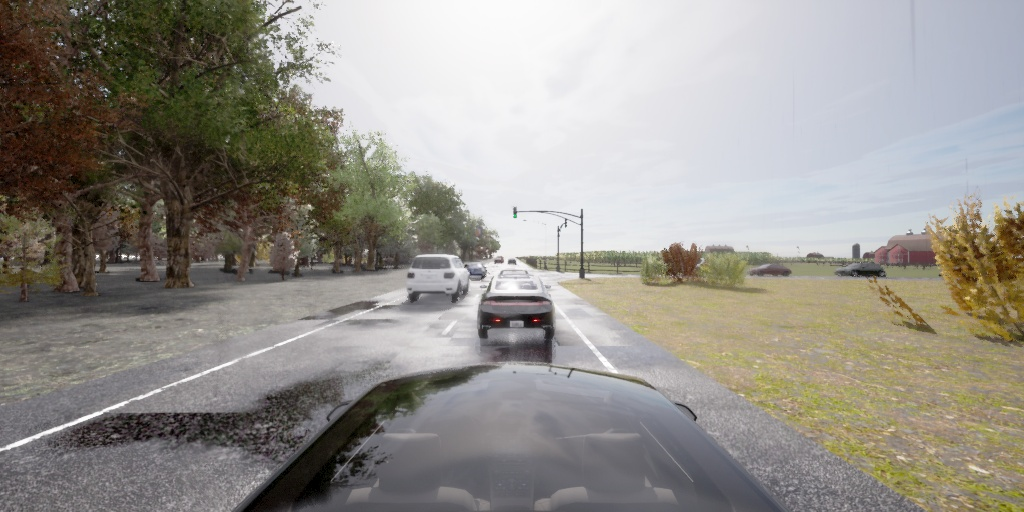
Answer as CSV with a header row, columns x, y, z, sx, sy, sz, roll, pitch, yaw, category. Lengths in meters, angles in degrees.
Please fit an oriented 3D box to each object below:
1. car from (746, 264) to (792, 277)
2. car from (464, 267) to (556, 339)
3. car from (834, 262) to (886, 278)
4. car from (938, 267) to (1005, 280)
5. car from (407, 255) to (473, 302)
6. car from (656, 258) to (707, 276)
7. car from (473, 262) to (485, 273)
x,y,z,sx,sy,sz,roll,pitch,yaw,category
29.824,1.659,41.605,4.674,1.442,1.812,1,-1,0,car
0.106,1.244,10.102,2.128,1.511,4.902,0,0,0,car
40.229,1.599,41.542,4.553,1.767,2.097,1,-1,0,car
48.608,1.825,37.899,5.357,1.411,2.033,1,-1,1,car
-3.392,0.975,17.319,2.150,2.045,5.566,0,0,0,car
19.678,1.244,41.660,5.566,2.045,2.150,1,-1,0,car
-3.383,1.304,33.304,2.033,1.411,5.357,0,0,0,car
